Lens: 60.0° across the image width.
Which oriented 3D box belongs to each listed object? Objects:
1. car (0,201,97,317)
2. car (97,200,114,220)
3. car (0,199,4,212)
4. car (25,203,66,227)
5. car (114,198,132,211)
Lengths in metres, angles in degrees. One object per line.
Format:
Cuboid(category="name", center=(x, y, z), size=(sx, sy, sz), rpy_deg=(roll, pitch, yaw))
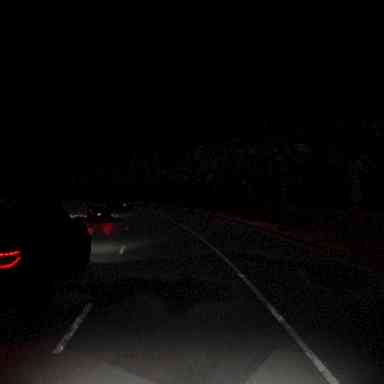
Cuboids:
Cuboid(category="car", center=(-3.881, 1.199, 7.469), size=(2.150, 2.045, 5.566), rpy_deg=(0, 0, -5))
Cuboid(category="car", center=(-7.365, 1.452, 26.467), size=(1.812, 1.442, 4.674), rpy_deg=(0, 0, -15))
Cuboid(category="car", center=(-23.521, 1.537, 39.153), size=(2.033, 1.411, 5.357), rpy_deg=(0, 0, -26))
Cuboid(category="car", center=(-10.148, 1.550, 23.425), size=(1.895, 1.301, 4.718), rpy_deg=(0, 0, -14))
Cuboid(category="car", center=(-8.529, 1.453, 40.090), size=(1.994, 1.385, 4.181), rpy_deg=(0, 0, -23))
